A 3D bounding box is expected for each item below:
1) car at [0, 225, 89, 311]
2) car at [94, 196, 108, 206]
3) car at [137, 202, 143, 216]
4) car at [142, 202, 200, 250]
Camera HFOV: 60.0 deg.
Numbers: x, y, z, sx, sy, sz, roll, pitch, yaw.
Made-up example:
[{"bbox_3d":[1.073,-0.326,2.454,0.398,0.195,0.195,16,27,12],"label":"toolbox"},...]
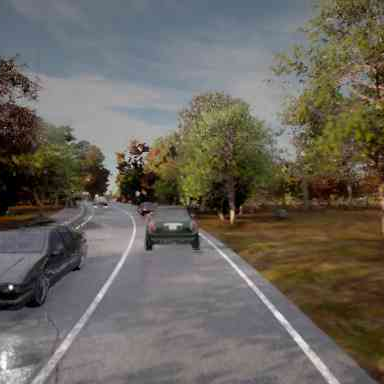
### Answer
[{"bbox_3d":[-3.964,1.547,8.155,2.033,1.411,5.357,0,0,-4],"label":"car"},{"bbox_3d":[-13.917,1.406,50.611,1.812,1.442,4.674,2,0,-20],"label":"car"},{"bbox_3d":[-4.271,1.620,32.587,1.895,1.301,4.718,1,0,-14],"label":"car"},{"bbox_3d":[-0.939,1.367,14.665,2.097,1.767,4.553,0,0,-6],"label":"car"}]
